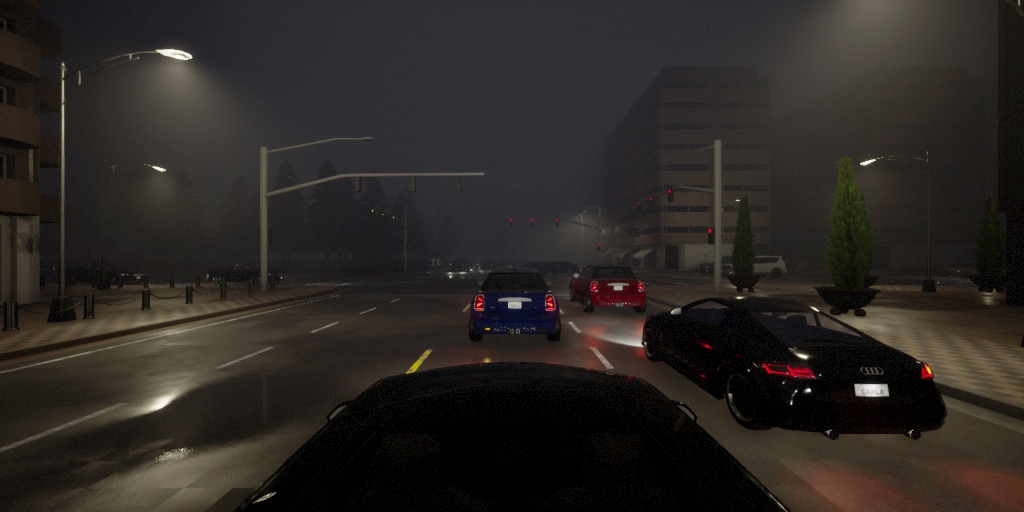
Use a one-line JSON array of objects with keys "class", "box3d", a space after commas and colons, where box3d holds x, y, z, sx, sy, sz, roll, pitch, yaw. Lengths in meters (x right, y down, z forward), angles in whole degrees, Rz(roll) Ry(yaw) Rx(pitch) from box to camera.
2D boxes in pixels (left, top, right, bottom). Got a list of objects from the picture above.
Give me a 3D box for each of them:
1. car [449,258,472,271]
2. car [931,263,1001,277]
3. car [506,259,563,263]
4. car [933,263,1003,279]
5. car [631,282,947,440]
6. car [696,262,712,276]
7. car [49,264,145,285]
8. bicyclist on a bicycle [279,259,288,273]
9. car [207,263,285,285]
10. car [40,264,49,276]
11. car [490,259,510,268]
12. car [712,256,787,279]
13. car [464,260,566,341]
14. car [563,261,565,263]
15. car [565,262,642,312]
[{"class": "car", "box3d": [-6.936, 1.102, 47.459, 2.097, 1.767, 4.553, 0, 0, 2]}, {"class": "car", "box3d": [46.371, 1.406, 36.705, 4.718, 1.301, 1.895, 0, 0, 0]}, {"class": "car", "box3d": [1.858, 1.247, 33.047, 5.008, 1.535, 1.882, 0, 0, 0]}, {"class": "car", "box3d": [42.429, 1.331, 33.204, 4.674, 1.442, 1.812, 0, 0, 0]}, {"class": "car", "box3d": [3.604, 1.314, 5.602, 1.994, 1.385, 4.181, 0, 0, 0]}, {"class": "car", "box3d": [21.946, 1.026, 36.637, 5.566, 2.045, 2.150, 0, 0, 0]}, {"class": "car", "box3d": [-29.222, 1.297, 25.709, 4.902, 1.511, 2.128, 0, 0, 0]}, {"class": "bicyclist on a bicycle", "box3d": [-25.635, 1.106, 40.208, 0.582, 1.620, 1.656, 0, 0, 0]}, {"class": "car", "box3d": [-19.010, 1.297, 25.754, 4.902, 1.511, 2.128, 0, 0, 0]}, {"class": "car", "box3d": [-49.538, 1.353, 36.265, 5.357, 1.411, 2.033, 0, 0, 0]}, {"class": "car", "box3d": [-2.070, 1.241, 62.040, 2.128, 1.511, 4.902, 0, 0, 15]}, {"class": "car", "box3d": [22.139, 1.020, 33.139, 5.566, 2.045, 2.150, -1, 0, 0]}, {"class": "car", "box3d": [0.078, 1.102, 10.012, 2.097, 1.767, 4.553, 0, 0, 0]}, {"class": "car", "box3d": [4.306, 1.266, 36.559, 4.892, 1.490, 1.837, -1, 0, 0]}, {"class": "car", "box3d": [3.598, 1.102, 14.242, 2.097, 1.767, 4.553, 0, 0, 0]}]
